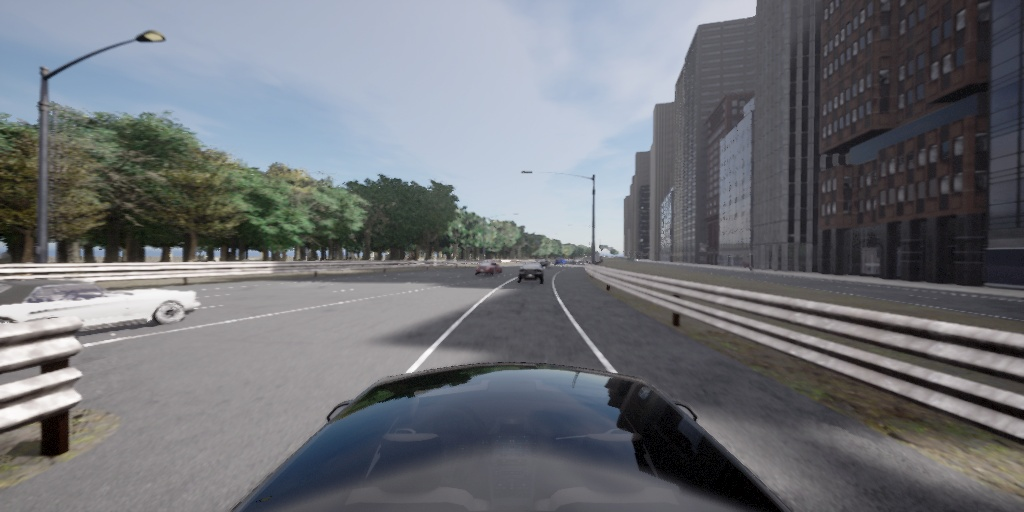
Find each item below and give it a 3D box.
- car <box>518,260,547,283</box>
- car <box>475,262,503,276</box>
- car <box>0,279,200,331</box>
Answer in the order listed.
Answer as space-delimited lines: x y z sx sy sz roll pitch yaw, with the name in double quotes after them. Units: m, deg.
1.607 1.275 28.480 1.882 1.535 5.008 0 0 6 "car"
-2.406 1.308 38.008 1.812 1.442 4.674 1 0 15 "car"
-10.412 1.195 8.369 1.895 1.301 4.718 1 0 15 "car"
